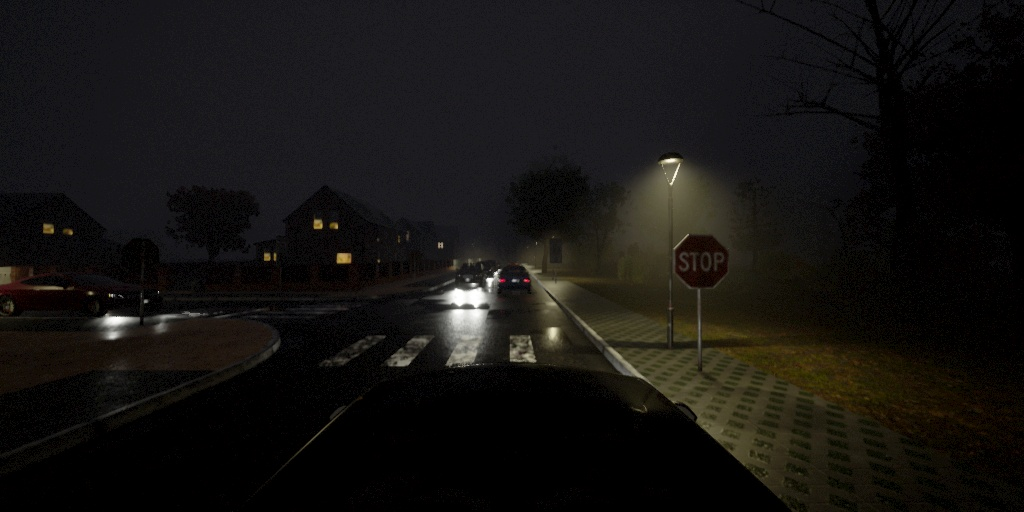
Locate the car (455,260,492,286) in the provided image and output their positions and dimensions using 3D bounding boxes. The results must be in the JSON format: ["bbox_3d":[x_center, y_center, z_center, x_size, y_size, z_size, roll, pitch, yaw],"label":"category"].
[{"bbox_3d":[-2.806,1.245,25.184,2.128,1.511,4.902,0,0,0],"label":"car"}]

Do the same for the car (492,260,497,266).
[{"bbox_3d":[-2.777,1.268,35.291,1.837,1.490,4.892,0,0,0],"label":"car"}]

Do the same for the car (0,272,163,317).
[{"bbox_3d":[-14.769,1.269,12.260,4.674,1.442,1.812,0,-1,2],"label":"car"}]

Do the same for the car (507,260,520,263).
[{"bbox_3d":[0.218,1.329,55.042,1.812,1.442,4.674,0,0,0],"label":"car"}]

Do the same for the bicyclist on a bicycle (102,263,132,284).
[{"bbox_3d":[-20.199,1.202,18.304,0.582,1.620,1.656,0,-1,2],"label":"bicyclist on a bicycle"}]

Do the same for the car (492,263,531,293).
[{"bbox_3d":[0.132,1.297,20.586,2.033,1.411,5.357,0,0,0],"label":"car"}]

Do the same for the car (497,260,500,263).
[{"bbox_3d":[-2.745,1.286,45.506,1.837,1.490,4.892,0,0,0],"label":"car"}]
